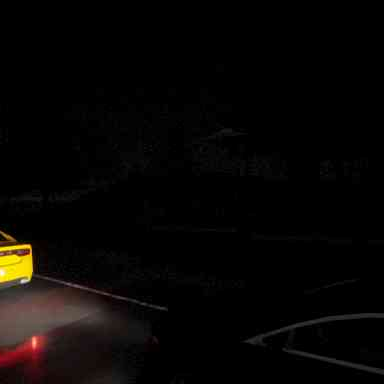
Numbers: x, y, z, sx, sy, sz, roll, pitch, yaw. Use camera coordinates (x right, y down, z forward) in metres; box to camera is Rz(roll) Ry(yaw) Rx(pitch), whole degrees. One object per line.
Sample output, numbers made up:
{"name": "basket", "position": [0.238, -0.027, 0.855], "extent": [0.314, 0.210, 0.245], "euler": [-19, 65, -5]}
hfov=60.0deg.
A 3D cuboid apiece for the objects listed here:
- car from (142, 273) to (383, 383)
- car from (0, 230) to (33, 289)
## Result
{"name": "car", "position": [1.732, 1.492, 2.772], "extent": [4.902, 1.511, 2.128], "euler": [0, 0, 35]}
{"name": "car", "position": [-5.867, 1.468, 8.023], "extent": [5.008, 1.535, 1.882], "euler": [0, 0, 35]}
